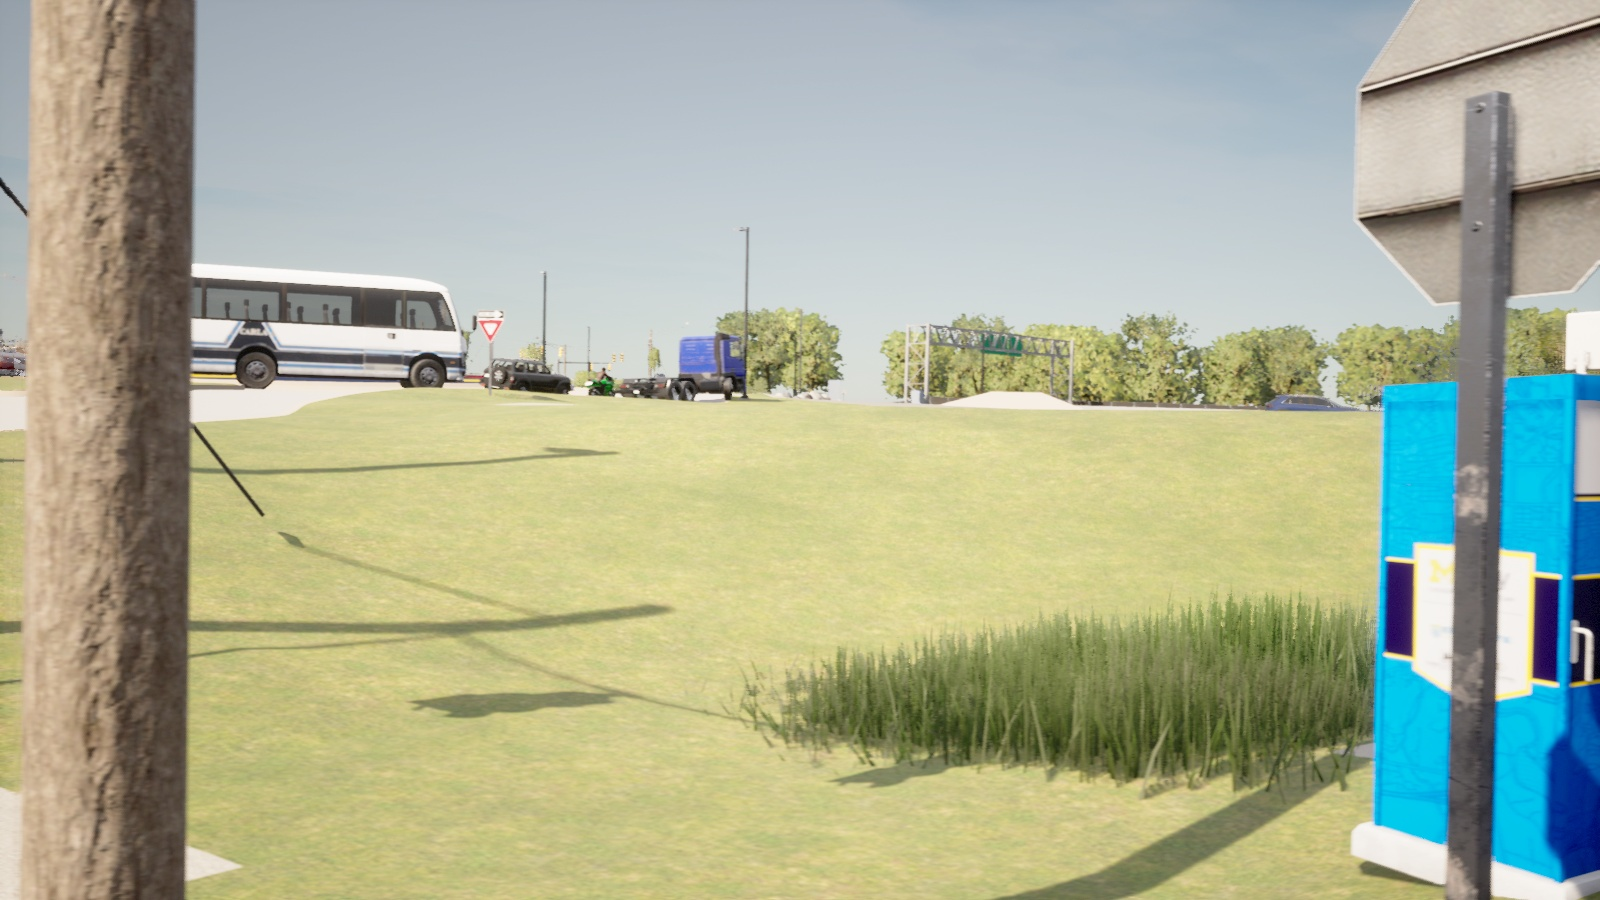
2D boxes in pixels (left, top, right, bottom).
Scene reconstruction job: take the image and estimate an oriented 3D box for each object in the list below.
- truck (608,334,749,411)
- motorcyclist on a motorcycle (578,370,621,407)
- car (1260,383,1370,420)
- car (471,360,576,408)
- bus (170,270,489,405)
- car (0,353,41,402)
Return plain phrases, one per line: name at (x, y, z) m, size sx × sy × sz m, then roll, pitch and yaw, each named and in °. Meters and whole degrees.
truck at (-5.884, -3.933, 62.437) m, size 2.891 × 3.462 × 7.936 m, roll 0°, pitch 5°, yaw 28°
motorcyclist on a motorcycle at (-8.574, -2.619, 53.846) m, size 0.797 × 1.523 × 2.044 m, roll 0°, pitch 1°, yaw 25°
car at (25.051, -2.403, 61.209) m, size 4.856 × 1.649 × 2.033 m, roll 2°, pitch 4°, yaw 22°
car at (-12.404, -2.953, 56.677) m, size 1.932 × 1.855 × 4.605 m, roll 8°, pitch 5°, yaw 28°
bus at (-16.781, -3.831, 45.096) m, size 10.273 × 4.253 × 3.944 m, roll -1°, pitch 1°, yaw -25°
car at (-27.896, -2.416, 42.418) m, size 3.705 × 1.549 × 1.789 m, roll 0°, pitch 1°, yaw 14°
